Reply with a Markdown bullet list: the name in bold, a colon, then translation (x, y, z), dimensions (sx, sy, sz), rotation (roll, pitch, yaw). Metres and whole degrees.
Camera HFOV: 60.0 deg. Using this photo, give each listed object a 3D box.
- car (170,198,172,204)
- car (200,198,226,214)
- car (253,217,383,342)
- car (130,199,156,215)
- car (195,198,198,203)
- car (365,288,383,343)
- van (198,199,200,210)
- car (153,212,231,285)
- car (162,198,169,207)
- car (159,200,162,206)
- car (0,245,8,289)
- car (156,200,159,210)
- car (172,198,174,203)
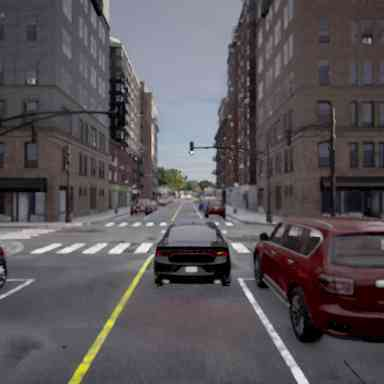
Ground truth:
- **car**: translation (-6.409, 2.345, 77.496), dimensions (2.008, 1.369, 4.403), rotation (0, -1, -1)
- **car**: translation (2.273, 1.659, 33.582), dimensions (2.192, 1.841, 5.009), rotation (0, -1, -1)
- **car**: translation (2.566, 1.382, 6.529), dimensions (2.192, 1.841, 5.009), rotation (0, -1, -1)
- **car**: translation (-5.918, 1.717, 38.978), dimensions (2.192, 1.841, 5.009), rotation (0, -1, -1)
- **car**: translation (2.042, 1.828, 50.091), dimensions (2.192, 1.841, 5.009), rotation (0, -1, -1)
- **car**: translation (2.641, 1.560, 0.845), dimensions (2.008, 1.369, 4.403), rotation (0, -1, -1)
- **van**: translation (2.119, 1.798, 44.588), dimensions (1.690, 1.788, 3.998), rotation (0, -1, -1)
- **car**: translation (0.053, 1.580, 9.823), dimensions (1.882, 1.535, 5.008), rotation (0, 0, 1)
- **car**: translation (-6.269, 2.227, 66.490), dimensions (1.887, 1.381, 4.507), rotation (0, -1, -1)
- **car**: translation (-6.058, 2.065, 49.981), dimensions (2.008, 1.369, 4.403), rotation (0, -1, -1)
- **car**: translation (-5.459, 1.509, 6.422), dimensions (1.967, 1.590, 4.097), rotation (0, -1, -1)
- **car**: translation (-5.988, 2.024, 44.478), dimensions (1.947, 1.339, 4.313), rotation (0, -1, -1)
- **car**: translation (-6.549, 2.488, 88.502), dimensions (1.802, 1.307, 4.206), rotation (0, -1, -1)
